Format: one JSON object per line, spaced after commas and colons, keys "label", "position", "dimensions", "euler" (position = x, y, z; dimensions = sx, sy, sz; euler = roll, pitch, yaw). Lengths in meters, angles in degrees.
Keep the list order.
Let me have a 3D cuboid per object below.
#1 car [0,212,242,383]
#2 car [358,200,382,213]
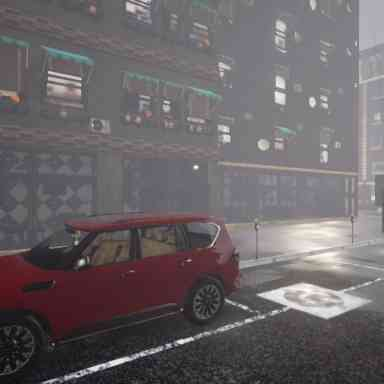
{"label": "car", "position": [-1.383, 1.316, 5.569], "dimensions": [5.009, 1.841, 2.192], "euler": [0, 1, -36]}
{"label": "car", "position": [20.139, 1.538, 37.349], "dimensions": [1.887, 1.381, 4.507], "euler": [1, 0, -36]}
